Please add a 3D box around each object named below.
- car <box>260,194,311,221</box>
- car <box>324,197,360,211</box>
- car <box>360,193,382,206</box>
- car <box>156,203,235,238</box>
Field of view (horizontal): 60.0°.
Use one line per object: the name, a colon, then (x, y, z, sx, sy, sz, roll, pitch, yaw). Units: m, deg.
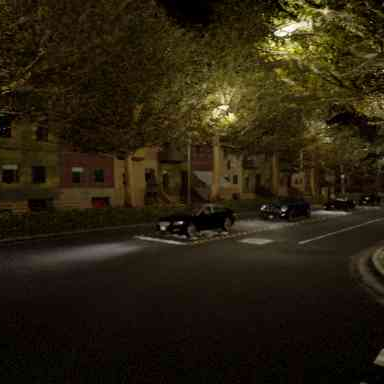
car: (6.875, 1.081, 24.330, 2.097, 1.767, 4.553, 0, 1, 42)
car: (14.674, 1.137, 32.977, 1.994, 1.385, 4.181, 0, 1, 42)
car: (22.070, 0.928, 41.156, 1.837, 1.490, 4.892, 0, 1, 42)
car: (0.292, 1.353, 16.970, 2.128, 1.511, 4.902, 0, 1, 41)
